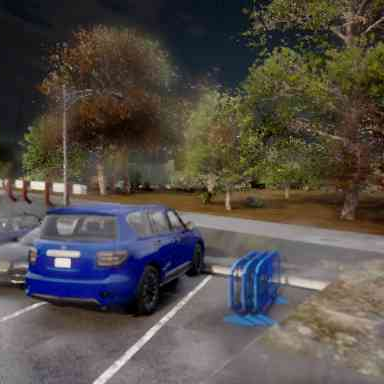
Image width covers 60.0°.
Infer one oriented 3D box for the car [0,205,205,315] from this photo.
[{"bbox_3d":[-1.339,1.315,8.054,2.435,2.045,5.566,-1,-1,17],"label":"car"}]
